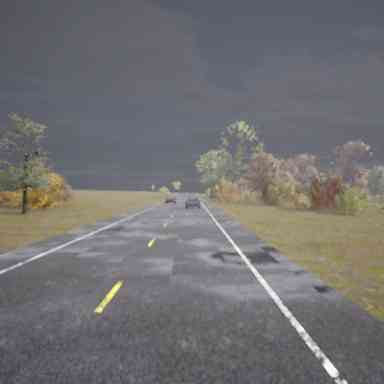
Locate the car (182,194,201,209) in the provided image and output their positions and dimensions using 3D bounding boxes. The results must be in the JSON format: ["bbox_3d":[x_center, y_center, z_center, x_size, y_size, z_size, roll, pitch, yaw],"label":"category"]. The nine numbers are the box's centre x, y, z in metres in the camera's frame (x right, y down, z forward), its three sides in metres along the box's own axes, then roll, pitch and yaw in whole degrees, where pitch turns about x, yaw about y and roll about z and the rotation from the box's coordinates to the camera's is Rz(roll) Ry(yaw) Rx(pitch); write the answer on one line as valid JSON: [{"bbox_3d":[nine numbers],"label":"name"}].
[{"bbox_3d":[0.095,1.321,43.323,2.128,1.511,4.902,0,0,0],"label":"car"}]

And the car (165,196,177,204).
[{"bbox_3d":[-3.550,1.327,56.541,2.033,1.411,5.357,0,0,1],"label":"car"}]
